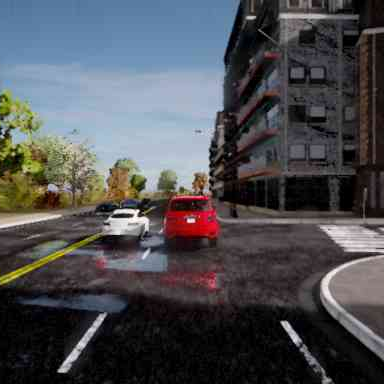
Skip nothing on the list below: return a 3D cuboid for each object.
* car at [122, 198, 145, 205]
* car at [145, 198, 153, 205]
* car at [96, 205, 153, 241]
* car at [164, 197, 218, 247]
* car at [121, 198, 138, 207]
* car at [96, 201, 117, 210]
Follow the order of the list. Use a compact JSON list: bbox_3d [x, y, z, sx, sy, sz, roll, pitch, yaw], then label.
[{"bbox_3d":[-7.391,1.761,40.907,2.033,1.411,5.357,0,0,-2],"label":"car"},{"bbox_3d":[-7.841,1.804,57.319,1.837,1.490,4.892,0,0,-1],"label":"car"},{"bbox_3d":[-3.318,1.611,17.143,1.812,1.442,4.674,0,0,-1],"label":"car"},{"bbox_3d":[-0.063,1.255,15.307,2.150,2.045,5.566,-1,-1,-1],"label":"car"},{"bbox_3d":[-11.121,1.860,59.663,2.033,1.411,5.357,0,0,-1],"label":"car"},{"bbox_3d":[-10.658,1.783,41.646,1.994,1.385,4.181,0,0,-2],"label":"car"}]
